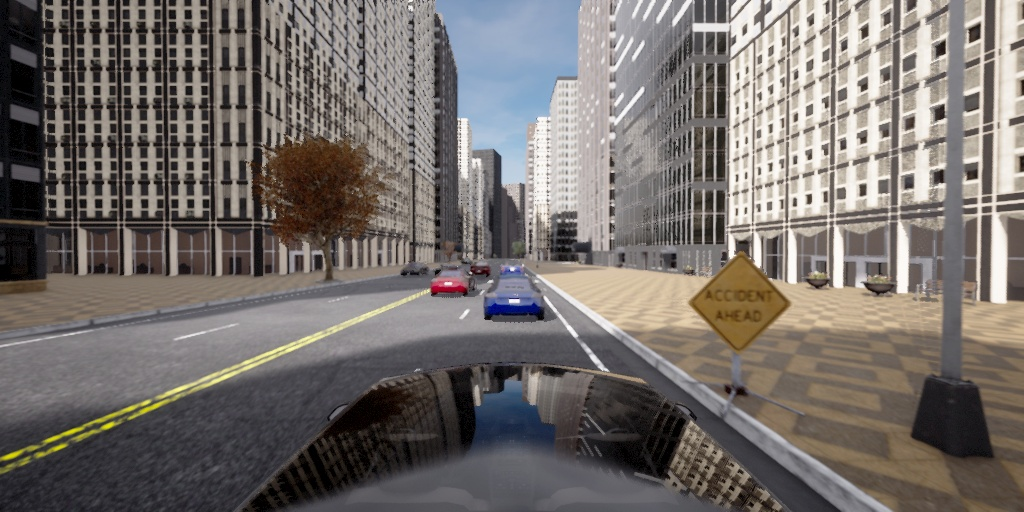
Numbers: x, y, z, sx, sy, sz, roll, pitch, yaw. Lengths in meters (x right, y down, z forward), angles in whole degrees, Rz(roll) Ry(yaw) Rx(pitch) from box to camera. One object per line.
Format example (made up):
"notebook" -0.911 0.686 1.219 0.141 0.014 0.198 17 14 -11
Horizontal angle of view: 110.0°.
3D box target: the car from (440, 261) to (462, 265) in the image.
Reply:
"car" -6.665 1.441 36.436 1.895 1.301 4.718 0 0 0

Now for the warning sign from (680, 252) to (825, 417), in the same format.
"warning sign" 2.846 0.873 4.565 1.300 1.860 1.060 0 0 0

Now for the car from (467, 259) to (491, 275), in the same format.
"car" -3.221 1.320 37.308 1.882 1.535 5.008 0 0 0

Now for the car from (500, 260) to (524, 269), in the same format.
"car" 0.035 1.180 32.038 2.097 1.767 4.553 0 0 0

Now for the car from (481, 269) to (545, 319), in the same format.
"car" 0.067 1.344 12.916 1.994 1.385 4.181 0 0 0

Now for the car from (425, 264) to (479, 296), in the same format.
"car" -3.188 1.361 19.901 1.994 1.385 4.181 0 0 0

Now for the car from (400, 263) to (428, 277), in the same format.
"car" -9.918 1.389 37.008 2.033 1.411 5.357 0 0 0
